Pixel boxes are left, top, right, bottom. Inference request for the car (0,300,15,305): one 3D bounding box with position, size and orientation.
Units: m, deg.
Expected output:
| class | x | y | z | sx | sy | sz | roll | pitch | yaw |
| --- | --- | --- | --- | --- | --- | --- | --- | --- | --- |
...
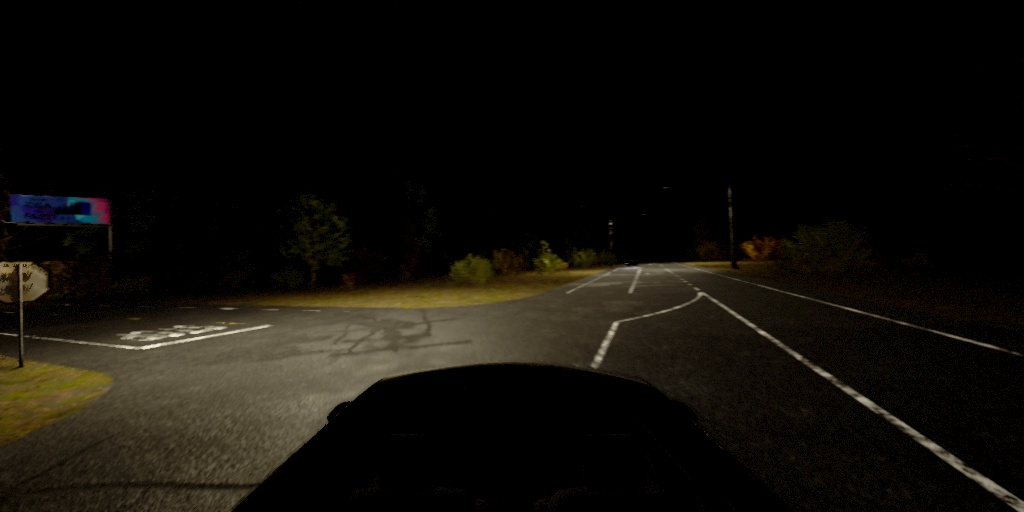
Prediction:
| class | x | y | z | sx | sy | sz | roll | pitch | yaw |
| --- | --- | --- | --- | --- | --- | --- | --- | --- | --- |
| car | -41.406 | 3.035 | 28.071 | 4.553 | 1.767 | 2.097 | -2 | -1 | 22 |
